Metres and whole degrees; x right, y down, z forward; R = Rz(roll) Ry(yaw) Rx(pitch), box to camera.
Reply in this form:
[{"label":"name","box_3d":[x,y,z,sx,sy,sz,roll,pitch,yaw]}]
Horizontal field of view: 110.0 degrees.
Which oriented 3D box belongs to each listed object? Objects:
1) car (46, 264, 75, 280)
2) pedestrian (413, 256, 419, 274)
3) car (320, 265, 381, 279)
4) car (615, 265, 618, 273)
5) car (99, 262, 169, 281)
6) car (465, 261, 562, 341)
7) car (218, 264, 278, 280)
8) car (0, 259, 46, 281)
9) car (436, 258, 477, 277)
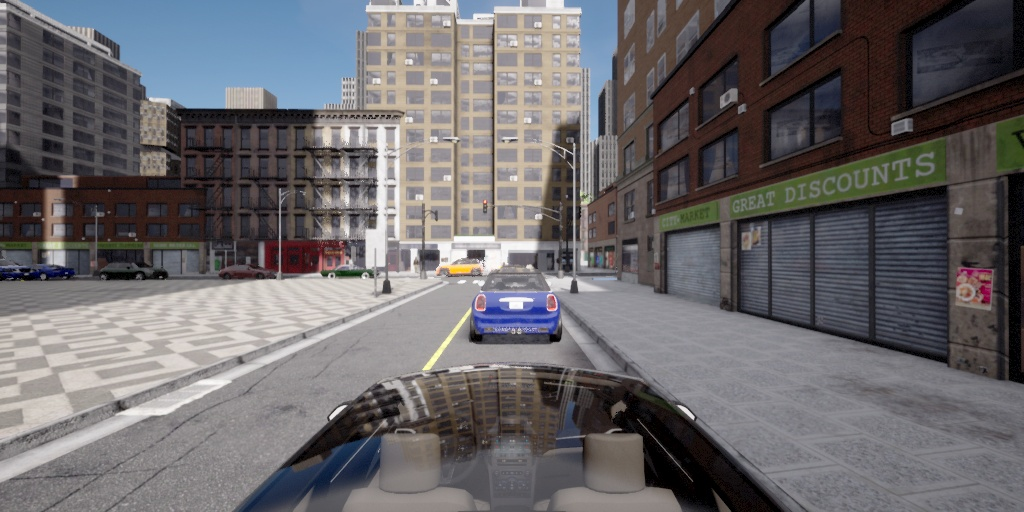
[{"label":"car","box_3d":[-45.529,1.524,34.635,5.008,1.535,1.882,0,0,-1]},{"label":"pedestrian","box_3d":[-10.244,0.962,38.246,0.375,1.860,0.375,0,0,-1]},{"label":"car","box_3d":[-14.268,1.436,31.948,4.718,1.301,1.895,0,0,-1]},{"label":"car","box_3d":[12.731,1.099,35.555,4.902,1.511,2.128,-1,0,-1]},{"label":"car","box_3d":[-33.287,1.318,31.671,4.553,1.767,2.097,0,0,-1]},{"label":"car","box_3d":[0.086,1.099,9.979,2.097,1.767,4.553,0,0,0]},{"label":"car","box_3d":[-23.338,1.427,31.829,4.674,1.442,1.812,0,0,-1]},{"label":"car","box_3d":[-45.467,1.256,31.539,5.566,2.045,2.150,0,0,0]},{"label":"car","box_3d":[-5.113,1.121,35.286,4.553,1.767,2.097,0,0,-1]}]
